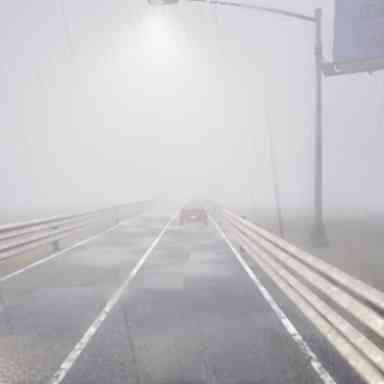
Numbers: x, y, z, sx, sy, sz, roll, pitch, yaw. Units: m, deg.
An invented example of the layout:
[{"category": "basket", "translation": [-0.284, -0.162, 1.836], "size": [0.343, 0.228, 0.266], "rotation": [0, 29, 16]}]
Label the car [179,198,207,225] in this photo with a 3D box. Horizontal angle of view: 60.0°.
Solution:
[{"category": "car", "translation": [0.101, 1.469, 24.242], "size": [1.882, 1.535, 5.008], "rotation": [0, 0, 0]}]

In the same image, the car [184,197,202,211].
[{"category": "car", "translation": [0.102, 1.476, 42.359], "size": [2.128, 1.511, 4.902], "rotation": [0, 0, 0]}]
